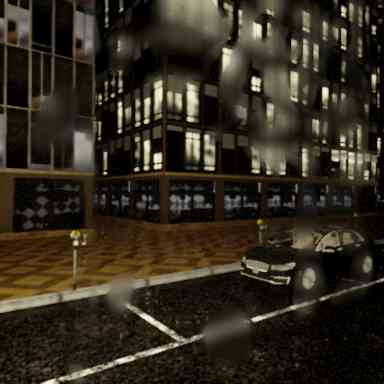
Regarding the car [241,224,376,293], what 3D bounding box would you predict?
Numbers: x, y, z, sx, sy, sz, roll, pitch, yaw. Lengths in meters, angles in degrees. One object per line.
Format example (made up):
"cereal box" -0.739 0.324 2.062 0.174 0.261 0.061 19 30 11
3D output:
"car" 3.236 1.584 8.877 4.403 1.369 2.008 0 0 -36
